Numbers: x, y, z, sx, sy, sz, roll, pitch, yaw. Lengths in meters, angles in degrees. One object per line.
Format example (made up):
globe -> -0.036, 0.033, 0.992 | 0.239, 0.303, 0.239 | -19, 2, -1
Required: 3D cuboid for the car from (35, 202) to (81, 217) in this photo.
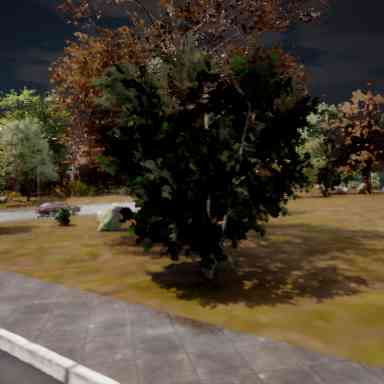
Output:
car -> -14.001, 1.733, 34.975 | 1.812, 1.442, 4.674 | -1, 1, 39
